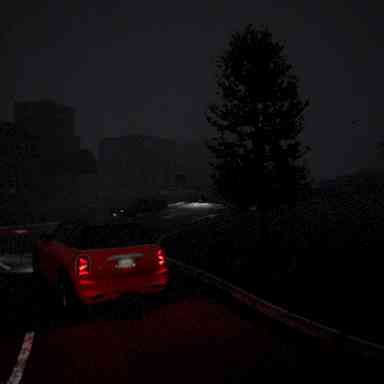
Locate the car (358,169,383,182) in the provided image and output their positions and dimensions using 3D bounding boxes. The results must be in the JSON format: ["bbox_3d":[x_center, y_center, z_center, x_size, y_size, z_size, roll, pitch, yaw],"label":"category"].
[{"bbox_3d":[32.366,-2.923,58.253,5.566,2.045,2.435,-1,4,14],"label":"car"}]

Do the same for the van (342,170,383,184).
[{"bbox_3d":[22.226,-1.447,43.428,4.442,1.987,1.878,-1,4,15],"label":"van"}]

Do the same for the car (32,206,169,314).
[{"bbox_3d":[-2.439,1.373,8.063,2.097,1.767,4.553,0,0,-34],"label":"car"}]

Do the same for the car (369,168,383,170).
[{"bbox_3d":[28.994,-2.439,53.291,5.566,2.045,2.435,-1,4,14],"label":"car"}]

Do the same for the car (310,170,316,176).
[{"bbox_3d":[27.629,-4.066,83.207,5.008,1.535,2.097,-2,3,14],"label":"car"}]

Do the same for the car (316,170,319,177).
[{"bbox_3d":[29.094,-4.269,85.676,5.366,1.575,1.946,-2,3,14],"label":"car"}]

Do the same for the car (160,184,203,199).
[{"bbox_3d":[-1.560,0.146,39.274,4.674,1.452,2.002,-2,3,13],"label":"car"}]

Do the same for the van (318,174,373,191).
[{"bbox_3d":[15.320,-0.482,33.655,4.442,1.987,1.878,-1,4,15],"label":"van"}]

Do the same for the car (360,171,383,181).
[{"bbox_3d":[33.829,-2.912,60.799,5.366,1.575,1.946,-1,5,14],"label":"car"}]

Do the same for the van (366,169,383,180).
[{"bbox_3d":[35.778,-3.379,63.196,4.442,1.987,1.878,-1,4,14],"label":"van"}]

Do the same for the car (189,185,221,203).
[{"bbox_3d":[2.271,0.244,35.738,2.033,1.411,5.357,0,5,34],"label":"car"}]

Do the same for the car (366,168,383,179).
[{"bbox_3d":[39.018,-3.868,68.173,5.566,2.045,2.435,-1,4,14],"label":"car"}]

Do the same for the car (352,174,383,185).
[{"bbox_3d":[27.296,-1.916,50.838,4.792,1.488,2.163,-1,4,15],"label":"car"}]

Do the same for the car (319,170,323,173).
[{"bbox_3d":[30.871,-4.719,88.044,5.566,2.045,2.435,-2,3,14],"label":"car"}]

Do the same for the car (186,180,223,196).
[{"bbox_3d":[1.688,-0.493,44.169,4.553,1.767,2.185,-2,4,13],"label":"car"}]

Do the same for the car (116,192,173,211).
[{"bbox_3d":[-4.121,1.113,26.051,2.033,1.411,5.357,0,3,34],"label":"car"}]

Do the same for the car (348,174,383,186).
[{"bbox_3d":[25.565,-1.702,48.372,4.892,1.521,2.231,-1,5,15],"label":"car"}]

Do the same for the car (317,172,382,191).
[{"bbox_3d":[16.903,-0.746,36.125,5.566,2.045,2.435,-1,5,15],"label":"car"}]

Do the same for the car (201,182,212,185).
[{"bbox_3d":[0.082,-0.102,41.727,4.792,1.488,2.163,-2,3,13],"label":"car"}]

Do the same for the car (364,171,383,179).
[{"bbox_3d":[37.154,-3.387,65.762,5.366,1.575,1.946,-1,4,14],"label":"car"}]

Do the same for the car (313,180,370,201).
[{"bbox_3d":[13.485,-0.014,31.263,5.008,1.535,2.097,-1,4,15],"label":"car"}]
